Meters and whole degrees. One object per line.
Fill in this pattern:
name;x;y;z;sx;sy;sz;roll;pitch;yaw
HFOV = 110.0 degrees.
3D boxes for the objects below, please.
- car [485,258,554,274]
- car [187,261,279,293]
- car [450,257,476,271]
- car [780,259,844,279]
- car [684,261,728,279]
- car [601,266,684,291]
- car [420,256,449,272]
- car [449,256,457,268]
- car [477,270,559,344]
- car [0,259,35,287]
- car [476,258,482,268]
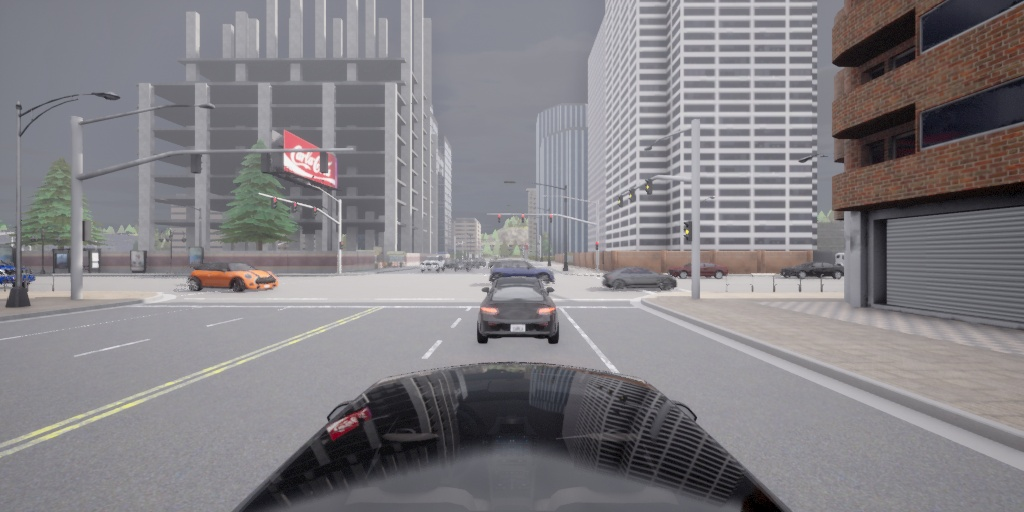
car;0.682;1.102;24.795;4.553;1.767;2.097;0;0;0
car;-15.832;1.101;20.523;4.553;1.767;2.097;0;0;14
car;-6.572;1.241;48.541;2.128;1.511;4.902;0;0;1
car;26.649;1.228;31.820;5.008;1.535;1.882;0;0;0
car;16.456;1.228;31.896;5.008;1.535;1.882;0;0;0
car;7.460;1.313;21.252;4.181;1.385;1.994;0;0;0
car;-10.091;0.971;46.185;2.150;2.045;5.566;0;0;1
car;-9.978;1.102;55.655;2.097;1.767;4.553;0;0;1
car;0.156;1.276;9.472;1.812;1.442;4.674;0;0;1
car;-32.419;0.972;21.504;5.566;2.045;2.150;0;0;0
car;-6.453;1.314;58.511;1.994;1.385;4.181;0;0;0
